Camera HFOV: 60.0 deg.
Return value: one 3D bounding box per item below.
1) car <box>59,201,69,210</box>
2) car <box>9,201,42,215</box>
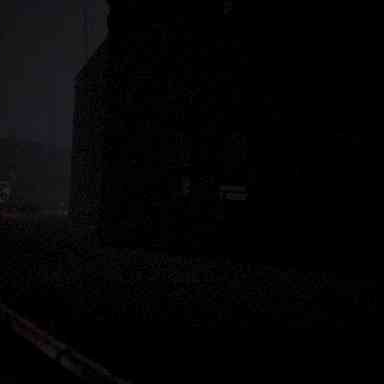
[{"bbox_3d":[-18.627,2.138,51.753,2.128,1.511,4.902,4,-1,11],"label":"car"},{"bbox_3d":[-19.802,1.840,39.844,1.882,1.535,5.008,4,-1,3],"label":"car"}]
